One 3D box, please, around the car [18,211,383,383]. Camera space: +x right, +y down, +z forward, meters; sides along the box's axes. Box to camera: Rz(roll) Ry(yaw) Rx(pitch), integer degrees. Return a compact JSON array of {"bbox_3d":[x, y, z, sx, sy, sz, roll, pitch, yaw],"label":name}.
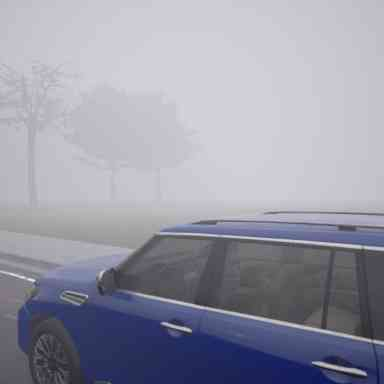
[{"bbox_3d":[0.568,1.221,3.286,5.566,2.045,2.150,0,0,35],"label":"car"}]
